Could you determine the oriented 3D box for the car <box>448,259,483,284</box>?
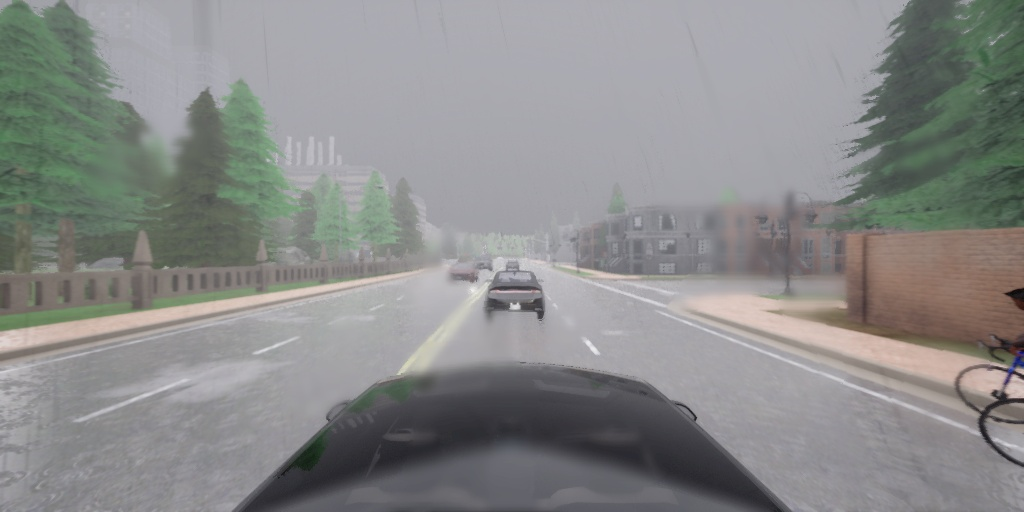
[{"bbox_3d":[-3.604,1.230,27.350,1.882,1.535,5.008,0,0,0],"label":"car"}]

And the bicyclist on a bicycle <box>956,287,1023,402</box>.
[{"bbox_3d":[5.868,1.138,3.804,0.582,1.620,1.656,-9,-2,-23],"label":"bicyclist on a bicycle"}]

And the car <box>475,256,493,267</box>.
[{"bbox_3d":[-3.588,0.978,45.753,2.150,2.045,5.566,0,0,0],"label":"car"}]

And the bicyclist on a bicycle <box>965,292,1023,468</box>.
[{"bbox_3d":[5.079,1.191,2.896,0.582,1.620,1.656,-1,-1,-31],"label":"bicyclist on a bicycle"}]

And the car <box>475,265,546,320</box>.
[{"bbox_3d":[0.098,1.243,12.620,2.128,1.511,4.902,0,0,0],"label":"car"}]

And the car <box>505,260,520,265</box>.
[{"bbox_3d":[0.090,1.246,50.165,2.128,1.511,4.902,0,0,0],"label":"car"}]
